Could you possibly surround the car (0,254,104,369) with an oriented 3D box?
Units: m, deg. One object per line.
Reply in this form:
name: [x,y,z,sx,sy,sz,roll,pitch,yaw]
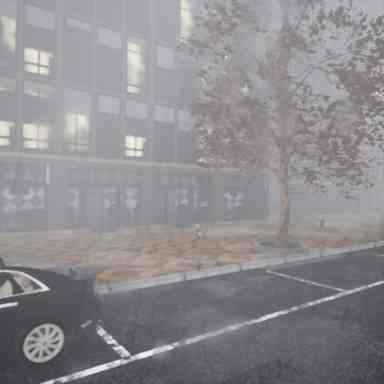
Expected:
car: [-3.355,1.547,4.163,4.403,1.369,2.008,1,0,-35]
